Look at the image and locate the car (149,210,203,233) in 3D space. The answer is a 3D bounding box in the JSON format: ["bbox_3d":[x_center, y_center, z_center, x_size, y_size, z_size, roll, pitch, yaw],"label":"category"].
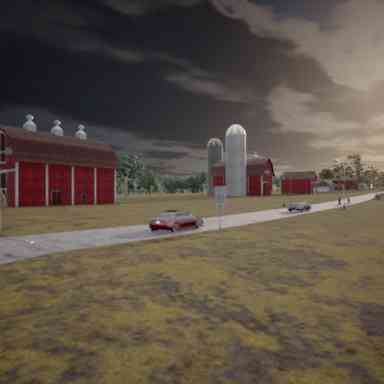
[{"bbox_3d":[-0.994,1.915,22.607,1.994,1.385,4.181,0,-1,35],"label":"car"}]

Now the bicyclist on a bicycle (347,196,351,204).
[{"bbox_3d":[32.777,1.618,69.465,0.866,1.612,1.509,0,1,35],"label":"bicyclist on a bicycle"}]

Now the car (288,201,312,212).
[{"bbox_3d":[14.558,1.928,44.790,2.033,1.411,5.357,0,0,35],"label":"car"}]

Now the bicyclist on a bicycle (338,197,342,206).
[{"bbox_3d":[27.602,1.730,62.110,0.582,1.620,1.656,0,0,35],"label":"bicyclist on a bicycle"}]
